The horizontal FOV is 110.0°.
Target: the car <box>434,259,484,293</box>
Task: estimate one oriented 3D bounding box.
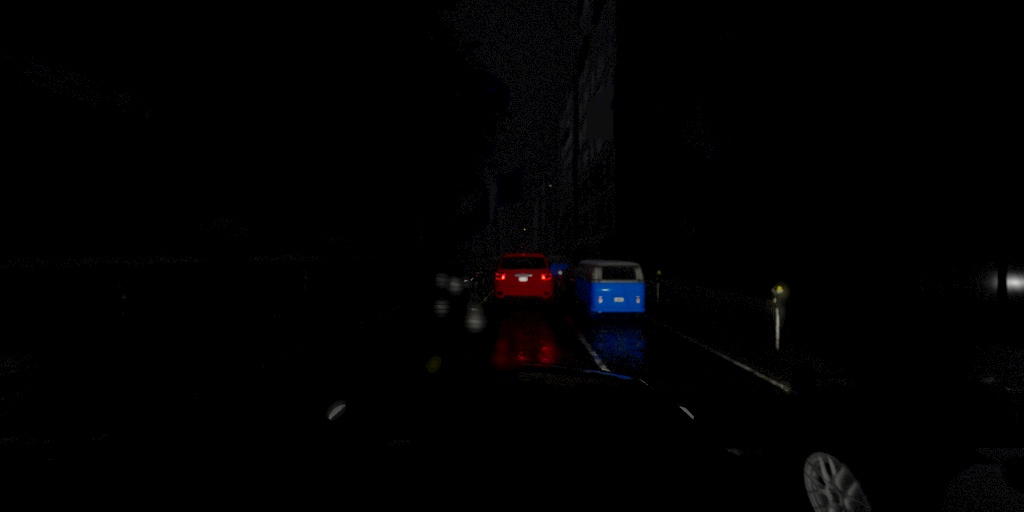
[{"bbox_3d":[-2.603,1.099,19.346,1.837,1.490,4.892,0,1,2],"label":"car"}]

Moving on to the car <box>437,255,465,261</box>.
[{"bbox_3d":[-4.870,0.816,29.349,2.192,1.841,5.009,0,0,2],"label":"car"}]

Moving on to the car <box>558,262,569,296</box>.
[{"bbox_3d":[3.306,1.160,17.814,1.888,1.381,4.507,0,0,2],"label":"car"}]

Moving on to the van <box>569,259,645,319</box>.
[{"bbox_3d":[3.134,1.005,12.156,1.690,1.789,3.998,0,0,2],"label":"van"}]

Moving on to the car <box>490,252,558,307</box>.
[{"bbox_3d":[0.469,0.859,14.873,2.150,2.045,5.566,0,1,2],"label":"car"}]

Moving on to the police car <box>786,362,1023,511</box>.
[{"bbox_3d":[3.070,1.185,0.908,1.930,1.638,5.238,0,0,2],"label":"police car"}]

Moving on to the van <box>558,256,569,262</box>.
[{"bbox_3d":[3.651,0.854,29.130,1.690,1.789,3.998,0,0,2],"label":"van"}]
